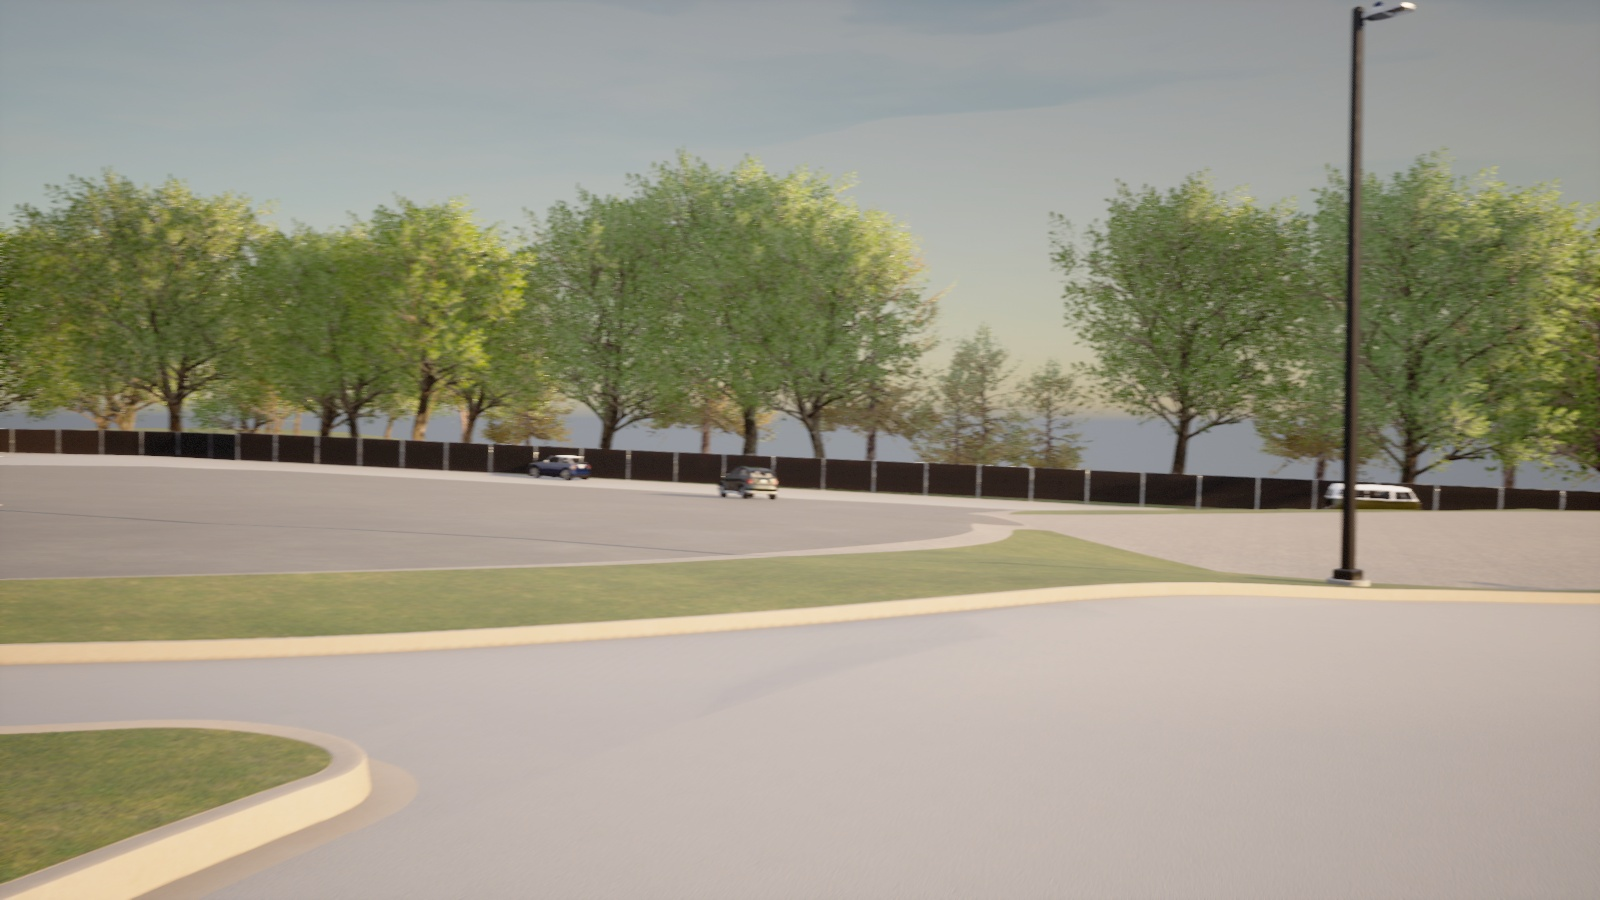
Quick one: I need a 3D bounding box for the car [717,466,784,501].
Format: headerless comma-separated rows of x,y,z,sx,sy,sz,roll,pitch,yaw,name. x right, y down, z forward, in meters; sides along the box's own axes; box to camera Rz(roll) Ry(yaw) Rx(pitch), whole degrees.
-2.395,1.589,60.066,1.789,1.549,3.705,3,-1,-27,car

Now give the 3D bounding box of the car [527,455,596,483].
-14.779,1.150,77.882,3.806,1.475,1.970,3,2,31,car

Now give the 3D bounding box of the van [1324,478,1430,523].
29.747,2.590,64.866,4.480,2.038,2.069,1,2,9,van
